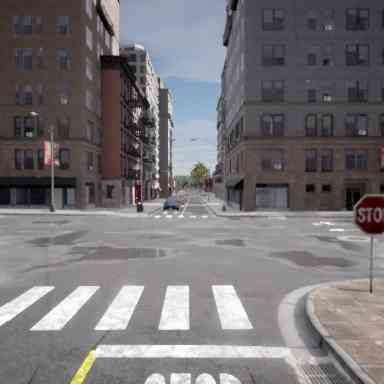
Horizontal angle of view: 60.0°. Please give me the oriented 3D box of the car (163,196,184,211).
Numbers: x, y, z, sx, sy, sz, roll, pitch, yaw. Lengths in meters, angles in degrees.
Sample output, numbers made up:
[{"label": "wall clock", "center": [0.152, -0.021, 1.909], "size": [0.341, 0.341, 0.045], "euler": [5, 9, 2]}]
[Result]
[{"label": "car", "center": [-2.416, 1.499, 40.125], "size": [2.033, 1.411, 5.357], "euler": [0, 0, 0]}]

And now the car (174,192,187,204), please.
[{"label": "car", "center": [-2.324, 1.266, 55.422], "size": [2.097, 1.767, 4.553], "euler": [0, 0, 0]}]
